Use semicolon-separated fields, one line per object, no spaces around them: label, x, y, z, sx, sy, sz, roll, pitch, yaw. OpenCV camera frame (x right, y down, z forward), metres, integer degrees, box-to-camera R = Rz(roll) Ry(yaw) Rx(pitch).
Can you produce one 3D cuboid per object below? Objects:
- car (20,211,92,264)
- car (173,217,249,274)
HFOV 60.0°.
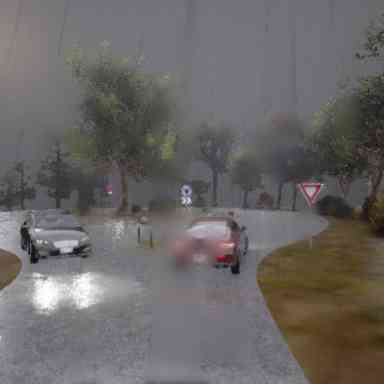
car;-5.043;1.486;12.071;2.128;1.511;4.902;0;0;-32
car;0.718;1.522;10.605;1.812;1.442;4.674;0;0;13
